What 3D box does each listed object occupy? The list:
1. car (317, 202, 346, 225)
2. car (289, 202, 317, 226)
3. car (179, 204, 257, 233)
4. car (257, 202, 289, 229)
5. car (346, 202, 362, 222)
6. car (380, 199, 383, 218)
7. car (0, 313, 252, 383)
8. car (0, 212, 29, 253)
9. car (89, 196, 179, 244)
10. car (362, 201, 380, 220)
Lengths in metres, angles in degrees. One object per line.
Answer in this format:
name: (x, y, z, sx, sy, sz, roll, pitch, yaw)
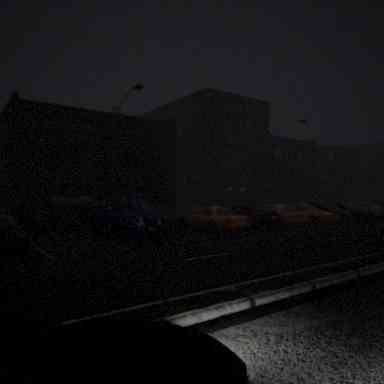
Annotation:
car: (7.991, 1.501, 24.264, 1.946, 1.575, 5.366, 0, 0, -36)
car: (5.529, 1.494, 22.956, 1.946, 1.575, 5.366, 0, 0, -36)
car: (1.051, 1.485, 19.738, 1.946, 1.575, 5.366, 0, 0, -36)
car: (3.382, 1.522, 21.221, 2.163, 1.488, 4.792, 0, 0, -36)
car: (10.142, 1.541, 25.996, 2.163, 1.488, 4.792, 0, 0, -36)
car: (14.580, 1.570, 29.206, 2.002, 1.452, 4.674, 0, 0, -36)
car: (-1.618, 1.526, 1.977, 4.674, 1.442, 1.812, 0, 0, -36)
car: (-7.795, 1.526, 13.153, 2.002, 1.452, 4.674, 0, 0, -36)
car: (-3.300, 1.234, 16.346, 2.435, 2.045, 5.566, 0, 0, -36)
car: (12.383, 1.549, 27.600, 2.163, 1.488, 4.792, 0, 0, -36)
